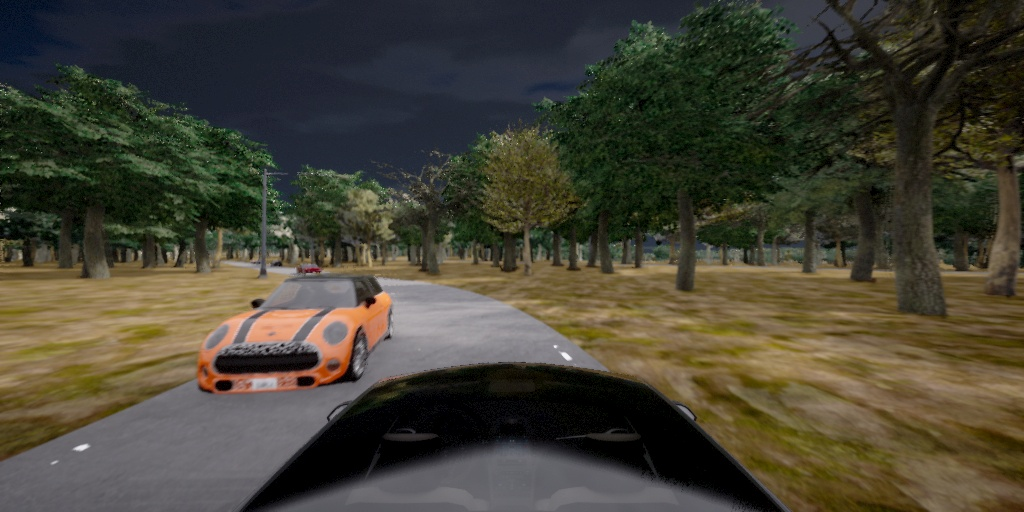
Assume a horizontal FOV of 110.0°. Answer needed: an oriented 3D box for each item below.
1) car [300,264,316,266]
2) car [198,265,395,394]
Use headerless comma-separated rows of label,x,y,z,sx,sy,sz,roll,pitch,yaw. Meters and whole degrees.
car,-23.769,1.579,42.010,1.895,1.301,4.718,1,-1,-41
car,-3.712,1.159,7.084,2.097,1.767,4.553,0,0,-9
